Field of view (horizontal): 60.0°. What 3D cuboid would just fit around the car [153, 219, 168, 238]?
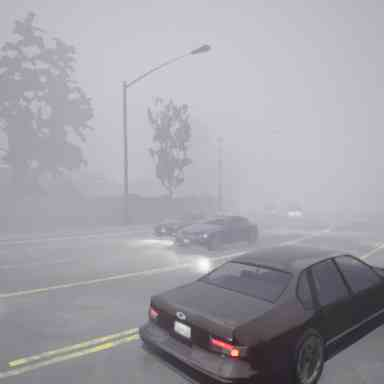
[{"bbox_3d":[-0.189,1.818,18.603,1.994,1.385,4.181,-1,-1,40],"label":"car"}]

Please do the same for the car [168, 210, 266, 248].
[{"bbox_3d":[1.320,1.719,15.021,1.812,1.442,4.674,-1,-1,42],"label":"car"}]

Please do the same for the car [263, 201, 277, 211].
[{"bbox_3d":[13.498,2.311,57.733,2.097,1.767,4.553,-1,-1,10],"label":"car"}]

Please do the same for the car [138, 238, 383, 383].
[{"bbox_3d":[1.795,1.608,5.376,5.357,1.411,2.033,1,-1,-41],"label":"car"}]

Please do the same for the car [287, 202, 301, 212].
[{"bbox_3d":[16.270,2.329,53.229,2.128,1.511,4.902,-1,-1,10],"label":"car"}]
